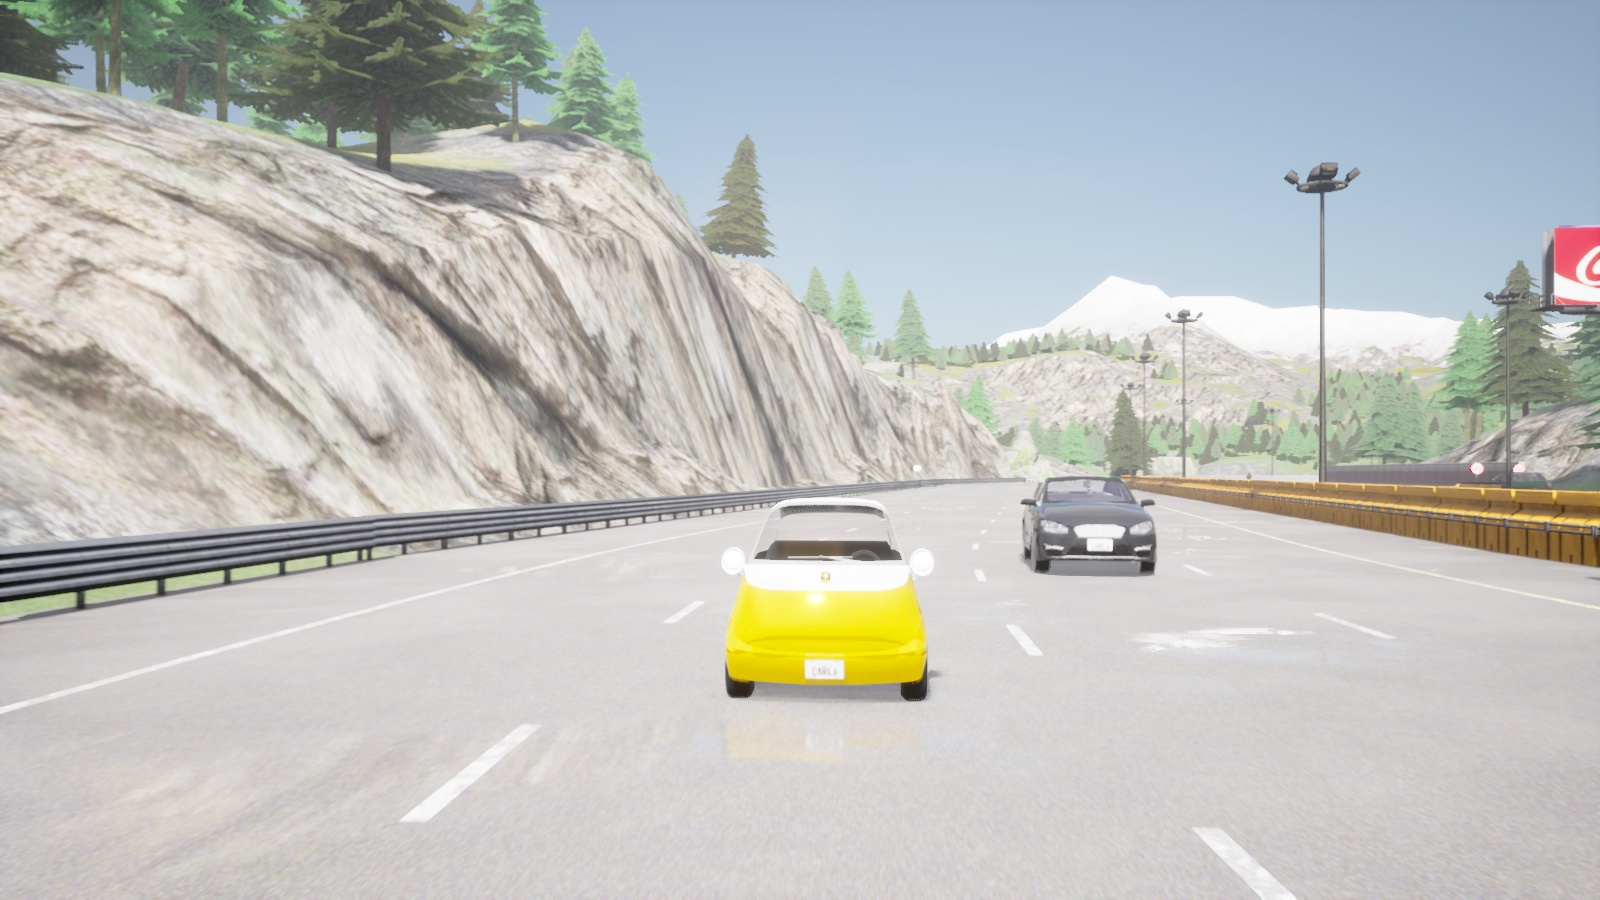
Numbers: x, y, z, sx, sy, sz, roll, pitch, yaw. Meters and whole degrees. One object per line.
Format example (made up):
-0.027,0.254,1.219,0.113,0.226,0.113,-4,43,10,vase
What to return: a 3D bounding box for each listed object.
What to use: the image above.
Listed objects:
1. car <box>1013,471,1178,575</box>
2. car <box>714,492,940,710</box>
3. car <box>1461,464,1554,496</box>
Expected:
4.709,1.101,20.741,2.128,1.511,4.902,0,-1,7,car
0.234,1.027,9.338,1.481,1.376,2.207,0,-1,3,car
41.369,1.752,73.412,4.553,1.767,2.097,-1,-1,34,car
